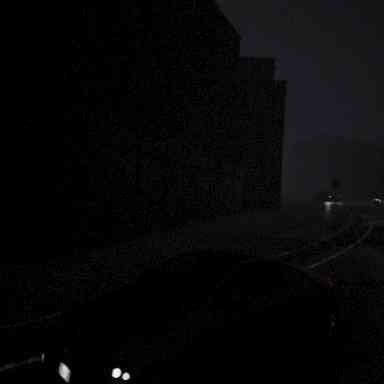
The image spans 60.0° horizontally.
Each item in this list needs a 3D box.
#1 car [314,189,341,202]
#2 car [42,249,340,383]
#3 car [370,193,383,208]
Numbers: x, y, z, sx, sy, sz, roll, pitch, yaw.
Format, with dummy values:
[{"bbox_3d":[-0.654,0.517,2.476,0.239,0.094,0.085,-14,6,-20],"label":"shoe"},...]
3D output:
[{"bbox_3d":[17.626,0.447,43.402,1.837,1.490,4.892,3,2,-3],"label":"car"},{"bbox_3d":[0.259,1.552,4.554,4.181,1.385,1.994,-1,1,-41],"label":"car"},{"bbox_3d":[20.944,0.862,35.832,2.128,1.511,4.902,3,2,8],"label":"car"}]
